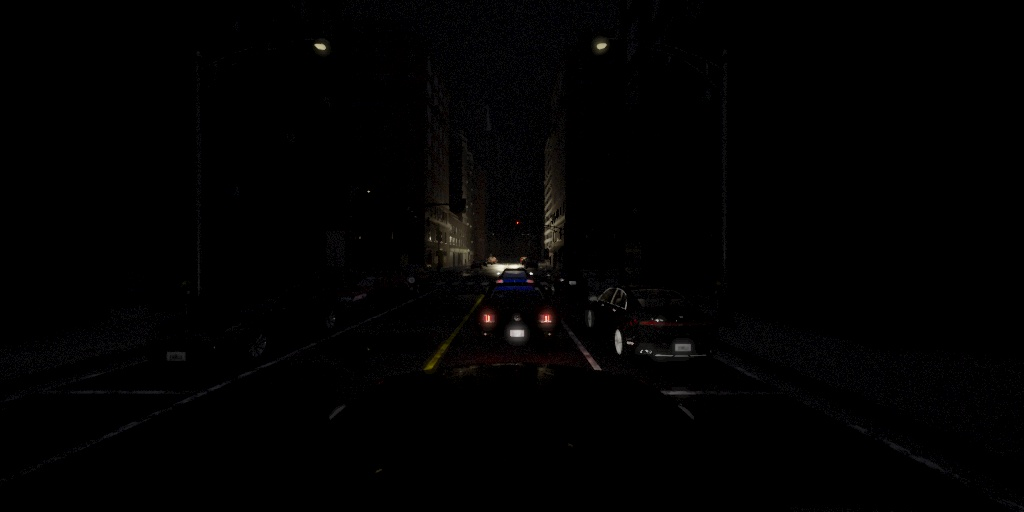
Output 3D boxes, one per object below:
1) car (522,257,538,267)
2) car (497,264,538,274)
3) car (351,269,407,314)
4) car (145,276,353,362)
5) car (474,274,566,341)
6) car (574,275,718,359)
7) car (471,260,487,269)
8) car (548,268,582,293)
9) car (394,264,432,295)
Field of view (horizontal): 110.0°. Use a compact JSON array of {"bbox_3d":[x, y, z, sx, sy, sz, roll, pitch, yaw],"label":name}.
[{"bbox_3d":[3.057,1.226,56.283,1.967,1.591,4.097,0,0,0],"label":"car"},{"bbox_3d":[0.148,1.315,18.576,1.994,1.385,4.181,0,0,1],"label":"car"},{"bbox_3d":[-5.633,1.332,13.719,1.802,1.307,4.207,0,0,0],"label":"car"},{"bbox_3d":[-5.649,1.316,8.218,1.948,1.339,4.313,0,0,0],"label":"car"},{"bbox_3d":[0.120,1.351,9.816,1.895,1.301,4.718,0,0,0],"label":"car"},{"bbox_3d":[2.876,1.300,8.192,2.007,1.370,4.403,0,0,0],"label":"car"},{"bbox_3d":[-5.468,1.368,56.322,1.802,1.307,4.207,0,0,0],"label":"car"},{"bbox_3d":[2.909,1.317,19.194,1.948,1.339,4.313,0,0,0],"label":"car"},{"bbox_3d":[-5.616,1.191,19.220,1.967,1.591,4.097,0,0,0],"label":"car"}]
